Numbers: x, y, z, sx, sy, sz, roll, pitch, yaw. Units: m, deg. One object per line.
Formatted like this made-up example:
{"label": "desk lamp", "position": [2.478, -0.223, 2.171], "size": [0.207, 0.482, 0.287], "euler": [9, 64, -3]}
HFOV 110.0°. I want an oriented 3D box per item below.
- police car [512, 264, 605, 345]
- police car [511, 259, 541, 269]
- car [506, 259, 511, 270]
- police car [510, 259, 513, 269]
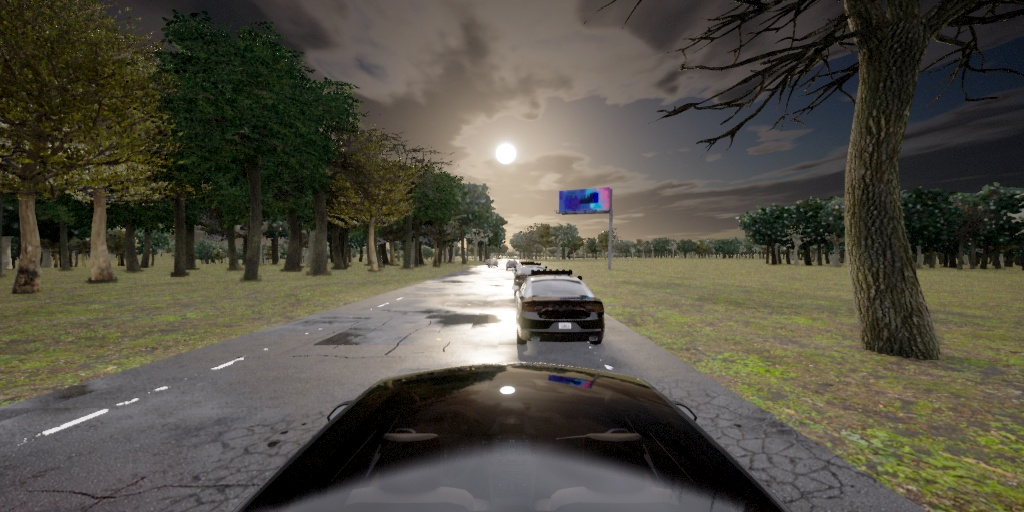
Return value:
{"label": "police car", "position": [1.047, 1.176, 9.673], "size": [1.930, 1.638, 5.238], "euler": [0, 0, 0]}
{"label": "police car", "position": [1.044, 1.178, 19.674], "size": [1.930, 1.638, 5.238], "euler": [0, 0, 0]}
{"label": "car", "position": [0.042, 1.370, 52.523], "size": [1.895, 1.301, 4.718], "euler": [0, 0, 0]}
{"label": "police car", "position": [1.042, 1.180, 25.675], "size": [1.930, 1.638, 5.238], "euler": [0, 0, 0]}
